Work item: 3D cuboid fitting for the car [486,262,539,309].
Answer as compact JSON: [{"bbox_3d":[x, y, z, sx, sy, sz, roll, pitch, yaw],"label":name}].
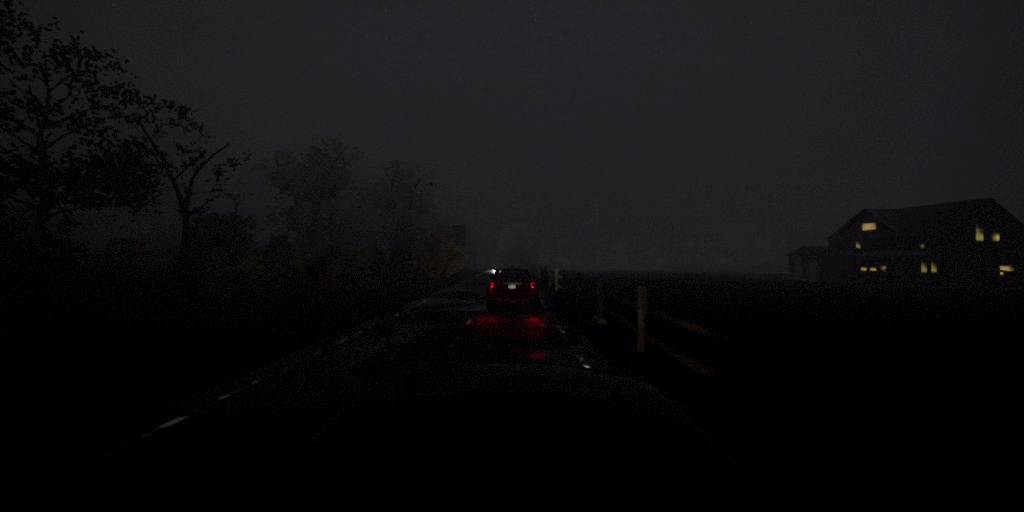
[{"bbox_3d":[0.012,1.231,15.912,2.097,1.767,4.553,0,-1,0],"label":"car"}]
